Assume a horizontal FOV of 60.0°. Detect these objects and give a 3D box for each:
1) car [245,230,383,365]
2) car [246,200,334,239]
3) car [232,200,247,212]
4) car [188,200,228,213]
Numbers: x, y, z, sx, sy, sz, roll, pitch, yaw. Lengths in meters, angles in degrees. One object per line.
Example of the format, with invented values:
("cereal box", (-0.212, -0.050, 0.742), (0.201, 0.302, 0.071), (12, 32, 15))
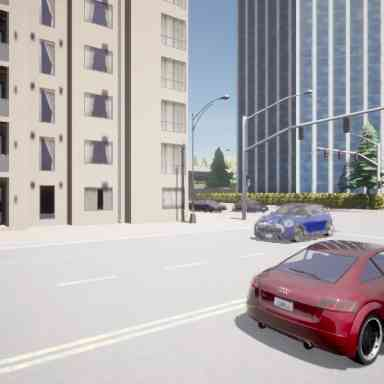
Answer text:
("car", (2.947, 1.564, 5.881), (4.181, 1.385, 1.994), (0, 0, -35))
("car", (5.037, 1.352, 16.215), (4.553, 1.767, 2.097), (0, 0, -42))
("car", (6.381, 1.564, 36.472), (1.994, 1.385, 4.181), (0, 0, -35))
("car", (1.626, 1.547, 37.179), (2.033, 1.411, 5.357), (0, 0, -35))
